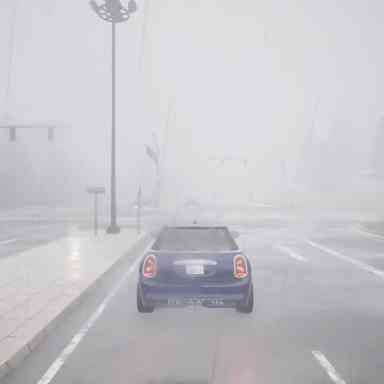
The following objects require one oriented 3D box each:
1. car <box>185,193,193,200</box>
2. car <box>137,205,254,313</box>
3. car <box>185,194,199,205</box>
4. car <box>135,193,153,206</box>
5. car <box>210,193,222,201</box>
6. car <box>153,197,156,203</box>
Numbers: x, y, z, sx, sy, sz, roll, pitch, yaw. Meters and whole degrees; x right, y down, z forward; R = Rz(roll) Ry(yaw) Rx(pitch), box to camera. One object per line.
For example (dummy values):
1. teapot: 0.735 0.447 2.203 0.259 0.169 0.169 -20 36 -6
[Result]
1. car: -0.839 1.189 95.500 2.150 2.045 5.566 0 0 -1
2. car: 0.069 1.352 7.821 2.097 1.767 4.553 0 0 0
3. car: -0.176 1.526 54.640 1.812 1.442 4.674 0 0 -1
4. car: -8.285 1.352 55.997 2.097 1.767 4.553 0 0 -1
5. car: 6.333 1.215 84.933 2.150 2.045 5.566 0 0 -1
6. car: -8.386 1.547 65.611 2.033 1.411 5.357 0 0 0
